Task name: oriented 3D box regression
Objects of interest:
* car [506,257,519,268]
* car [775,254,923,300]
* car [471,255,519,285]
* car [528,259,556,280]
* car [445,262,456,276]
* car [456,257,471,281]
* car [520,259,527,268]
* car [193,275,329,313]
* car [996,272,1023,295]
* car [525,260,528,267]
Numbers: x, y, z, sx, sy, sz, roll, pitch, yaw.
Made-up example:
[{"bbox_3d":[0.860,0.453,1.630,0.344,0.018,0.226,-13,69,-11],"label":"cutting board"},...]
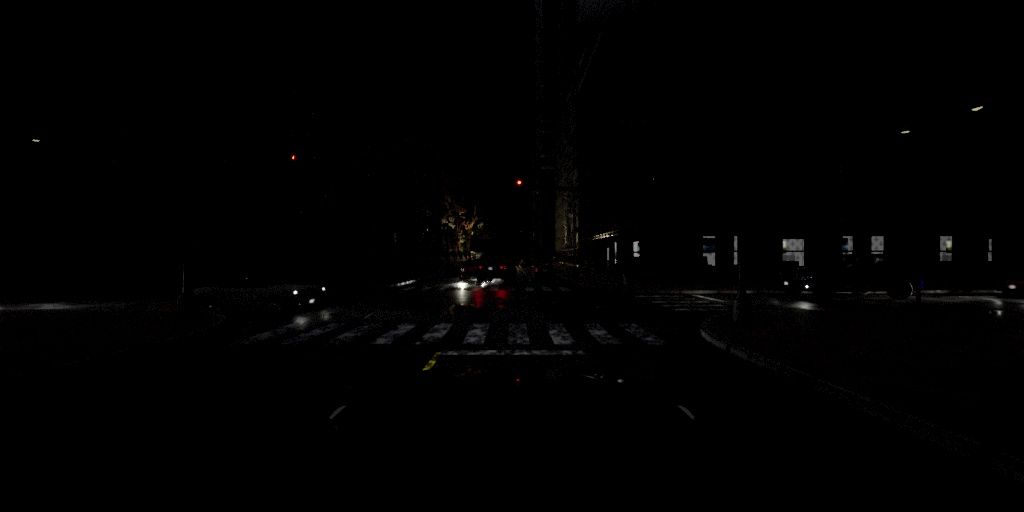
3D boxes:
[{"bbox_3d":[0.059,1.099,61.991,2.097,1.767,4.553,0,0,0],"label":"car"},{"bbox_3d":[15.700,0.925,16.873,5.566,2.045,2.150,0,0,1],"label":"car"},{"bbox_3d":[-1.021,0.965,25.982,2.150,2.045,5.566,0,-1,8],"label":"car"},{"bbox_3d":[2.669,1.192,30.835,1.967,1.591,4.097,0,0,0],"label":"car"},{"bbox_3d":[-5.716,1.297,36.507,1.888,1.381,4.507,0,0,0],"label":"car"},{"bbox_3d":[-3.121,1.104,30.007,2.097,1.767,4.553,0,0,0],"label":"car"},{"bbox_3d":[2.647,1.315,59.241,1.948,1.339,4.313,0,0,0],"label":"car"},{"bbox_3d":[-9.573,1.367,13.630,4.718,1.301,1.895,0,0,10],"label":"car"},{"bbox_3d":[25.776,1.164,16.667,4.902,1.511,2.128,0,0,1],"label":"car"},{"bbox_3d":[2.664,1.318,36.516,1.948,1.339,4.313,0,0,0],"label":"car"}]
